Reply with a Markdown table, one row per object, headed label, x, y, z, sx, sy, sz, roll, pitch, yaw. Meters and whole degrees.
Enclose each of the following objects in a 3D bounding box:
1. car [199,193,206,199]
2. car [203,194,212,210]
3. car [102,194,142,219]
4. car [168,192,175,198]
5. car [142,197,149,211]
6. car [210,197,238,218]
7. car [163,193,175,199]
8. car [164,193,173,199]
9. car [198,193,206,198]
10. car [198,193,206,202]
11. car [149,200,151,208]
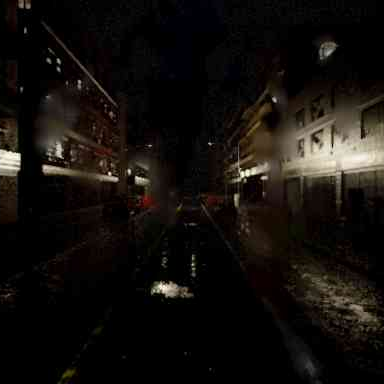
| label | x | y | z | sx | sy | sz | roll | pitch | yaw |
| --- | --- | --- | --- | --- | --- | --- | --- | --- | --- |
| car | 2.596 | 0.893 | 83.383 | 1.752 | 1.417 | 4.829 | 0 | 0 | 0 |
| car | 2.647 | 1.258 | 38.125 | 1.887 | 1.381 | 4.507 | 0 | 0 | 0 |
| car | -5.719 | 1.114 | 26.845 | 2.192 | 1.841 | 5.009 | 0 | 0 | 0 |
| car | -5.798 | 0.828 | 94.480 | 1.887 | 1.381 | 4.507 | 0 | 0 | 0 |
| car | -5.726 | 1.197 | 32.482 | 1.967 | 1.590 | 4.097 | 0 | 0 | 0 |
| car | 2.660 | 1.323 | 27.023 | 1.752 | 1.417 | 4.829 | 0 | 0 | 0 |
| car | -5.778 | 0.964 | 77.571 | 2.008 | 1.369 | 4.403 | 0 | 0 | 0 |
| car | -5.785 | 0.921 | 83.208 | 2.008 | 1.369 | 4.403 | 0 | 0 | 0 |
| car | 2.589 | 0.892 | 88.849 | 1.947 | 1.339 | 4.313 | 0 | 0 | 0 |
| car | 2.622 | 1.093 | 60.669 | 2.008 | 1.369 | 4.403 | 0 | 0 | 0 |
| car | -5.733 | 1.259 | 38.120 | 1.887 | 1.381 | 4.507 | 0 | 0 | 0 |
